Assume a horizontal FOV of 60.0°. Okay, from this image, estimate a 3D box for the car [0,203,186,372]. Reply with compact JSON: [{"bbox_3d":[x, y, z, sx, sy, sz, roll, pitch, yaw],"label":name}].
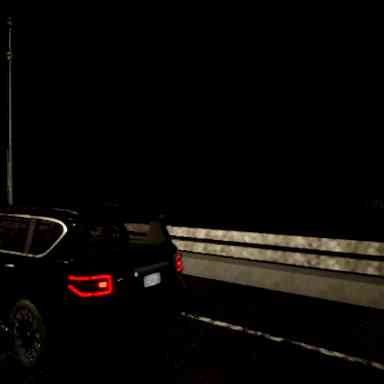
[{"bbox_3d":[-2.693,1.221,5.899,5.566,2.045,2.150,0,0,36],"label":"car"}]
